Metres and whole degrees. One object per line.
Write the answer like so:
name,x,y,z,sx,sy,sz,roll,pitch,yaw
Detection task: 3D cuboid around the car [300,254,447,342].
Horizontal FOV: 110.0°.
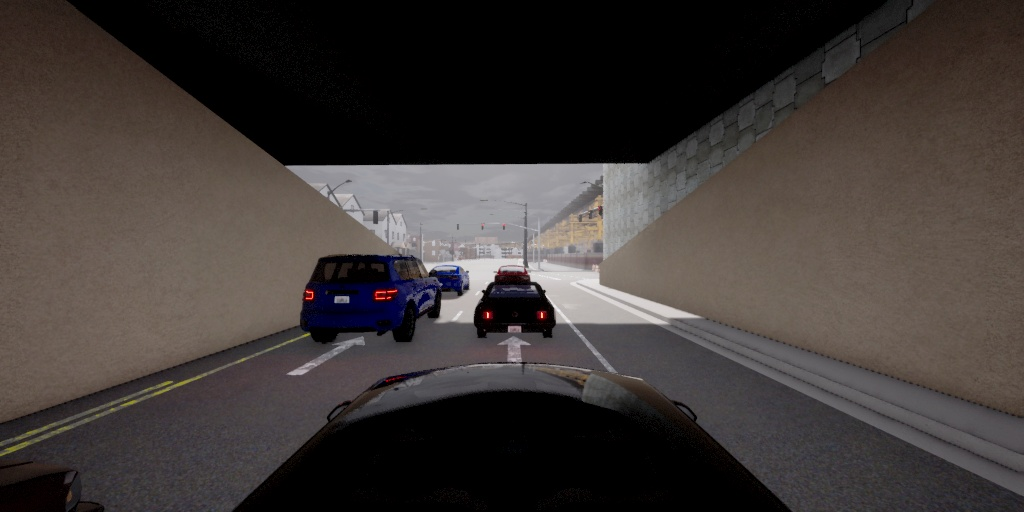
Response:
car,-3.439,0.971,9.889,2.150,2.045,5.566,0,0,0

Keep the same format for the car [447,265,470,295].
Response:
car,-3.490,1.228,19.827,1.882,1.535,5.008,0,0,0

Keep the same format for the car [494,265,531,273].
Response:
car,0.011,1.228,19.576,1.882,1.535,5.008,0,0,0

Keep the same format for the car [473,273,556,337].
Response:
car,0.056,1.351,10.240,1.895,1.301,4.718,0,0,0
